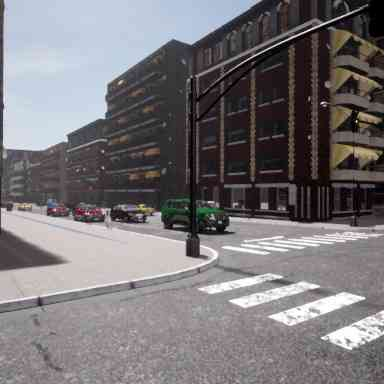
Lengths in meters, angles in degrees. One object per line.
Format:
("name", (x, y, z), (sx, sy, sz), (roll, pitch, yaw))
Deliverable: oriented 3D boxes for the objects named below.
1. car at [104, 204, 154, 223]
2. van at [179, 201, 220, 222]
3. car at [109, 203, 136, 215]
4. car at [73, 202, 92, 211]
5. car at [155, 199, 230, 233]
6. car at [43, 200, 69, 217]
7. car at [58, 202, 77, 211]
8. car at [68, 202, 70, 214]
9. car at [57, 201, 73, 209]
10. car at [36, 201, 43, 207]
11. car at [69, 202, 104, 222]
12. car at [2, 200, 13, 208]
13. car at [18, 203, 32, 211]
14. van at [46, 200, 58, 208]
("car", (-5.823, 1.924, 30.070), (2.128, 1.511, 4.902), (0, -1, -36))
("van", (0.646, 1.751, 31.200), (1.690, 1.788, 3.998), (-1, 0, -36))
("car", (-9.378, 2.253, 44.835), (1.947, 1.339, 4.313), (-1, 0, -36))
("car", (-19.370, 2.496, 58.709), (1.752, 1.417, 4.829), (-1, 0, -36))
("car", (0.042, 1.490, 21.923), (2.150, 2.045, 5.566), (0, -1, -36))
("car", (-16.128, 2.094, 39.978), (1.967, 1.590, 4.097), (-1, 0, -36))
("car", (-21.453, 2.438, 57.249), (1.882, 1.535, 5.008), (0, -1, -36))
("car", (-12.948, 2.198, 39.989), (1.994, 1.385, 4.181), (0, -1, -36))
("car", (-25.866, 2.595, 67.728), (1.967, 1.590, 4.097), (-1, 0, -36))
("car", (-39.051, 3.097, 86.040), (1.947, 1.339, 4.313), (-1, 0, -36))
("car", (-9.534, 1.908, 30.821), (1.967, 1.590, 4.097), (-1, 0, -36))
("car", (-42.507, 2.719, 76.606), (2.192, 1.841, 5.009), (-1, 0, -36))
("car", (-29.215, 2.551, 58.153), (1.752, 1.417, 4.829), (-1, 0, -36))
("van", (-32.463, 2.684, 76.886), (1.690, 1.788, 3.998), (-1, 0, -36))
